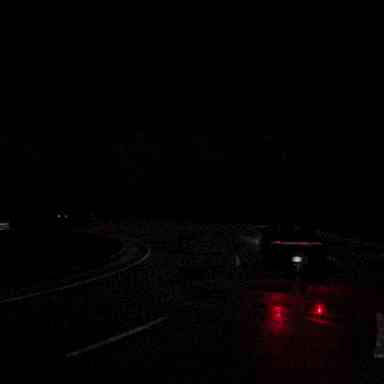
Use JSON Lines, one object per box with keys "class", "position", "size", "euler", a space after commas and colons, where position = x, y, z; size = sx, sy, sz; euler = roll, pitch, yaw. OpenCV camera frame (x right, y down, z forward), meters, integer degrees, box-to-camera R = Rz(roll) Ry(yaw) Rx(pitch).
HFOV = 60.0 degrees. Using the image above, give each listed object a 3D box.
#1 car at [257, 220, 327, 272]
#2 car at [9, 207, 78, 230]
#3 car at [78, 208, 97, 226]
{"class": "car", "position": [3.392, 1.735, 11.811], "size": [2.128, 1.511, 4.902], "euler": [0, -1, 10]}
{"class": "car", "position": [-11.597, 1.912, 25.556], "size": [4.553, 1.767, 2.097], "euler": [0, -1, 12]}
{"class": "car", "position": [-10.771, 2.123, 29.075], "size": [4.902, 1.511, 2.128], "euler": [0, -1, 11]}
